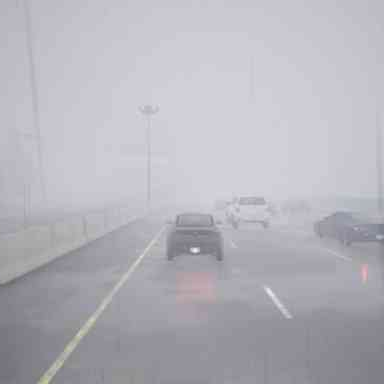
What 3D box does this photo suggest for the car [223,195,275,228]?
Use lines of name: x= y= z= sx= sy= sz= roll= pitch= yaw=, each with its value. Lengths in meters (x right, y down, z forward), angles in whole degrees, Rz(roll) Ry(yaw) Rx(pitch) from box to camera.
car: x=3.593 y=1.230 z=22.196 sx=2.150 sy=2.045 sz=5.566 roll=0 pitch=0 yaw=0

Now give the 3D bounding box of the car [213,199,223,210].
car: x=3.584 y=1.511 z=39.385 sx=2.128 sy=1.511 sz=4.902 roll=0 pitch=0 yaw=0

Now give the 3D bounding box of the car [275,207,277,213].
car: x=7.085 y=1.562 z=33.595 sx=2.033 sy=1.411 sz=5.357 roll=0 pitch=0 yaw=0

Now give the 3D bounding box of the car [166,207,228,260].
car: x=0.095 y=1.510 z=12.495 sx=1.837 sy=1.490 sz=4.892 roll=0 pitch=0 yaw=0

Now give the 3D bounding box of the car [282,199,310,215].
car: x=10.585 y=1.503 z=34.062 sx=2.128 sy=1.511 sz=4.902 roll=0 pitch=0 yaw=0

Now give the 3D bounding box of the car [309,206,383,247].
car: x=7.087 y=1.533 z=14.871 sx=1.812 sy=1.442 sz=4.674 roll=0 pitch=0 yaw=0

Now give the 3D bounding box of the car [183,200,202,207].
car: x=0.086 y=1.542 z=33.607 sx=1.812 sy=1.442 sz=4.674 roll=0 pitch=0 yaw=0
